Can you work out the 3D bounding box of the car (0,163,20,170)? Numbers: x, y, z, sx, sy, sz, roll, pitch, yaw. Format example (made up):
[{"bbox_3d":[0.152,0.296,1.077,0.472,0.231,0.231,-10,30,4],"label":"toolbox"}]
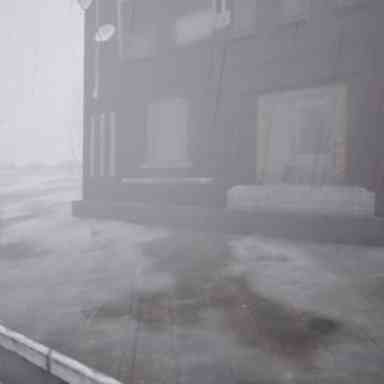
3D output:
[{"bbox_3d":[-25.002,-3.423,47.173,4.674,1.452,2.002,1,1,28],"label":"car"}]

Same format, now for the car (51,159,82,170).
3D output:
[{"bbox_3d":[-15.088,-3.366,42.273,4.553,1.767,2.185,1,1,26],"label":"car"}]

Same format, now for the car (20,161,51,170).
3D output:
[{"bbox_3d":[-20.169,-3.362,44.715,4.892,1.521,2.231,1,1,27],"label":"car"}]
